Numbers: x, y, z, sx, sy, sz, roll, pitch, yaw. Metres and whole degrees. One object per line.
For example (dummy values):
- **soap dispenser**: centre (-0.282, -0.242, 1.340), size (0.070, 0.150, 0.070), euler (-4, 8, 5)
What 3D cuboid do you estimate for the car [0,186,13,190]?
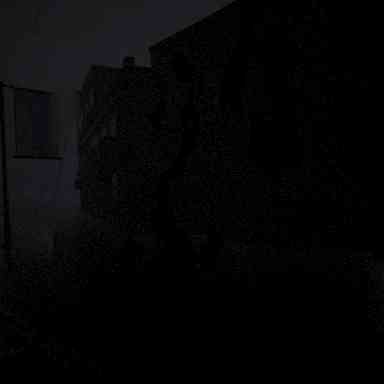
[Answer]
- **car**: centre (-46.761, -0.704, 80.763), size (2.231, 1.521, 4.892), euler (-4, -3, 6)
